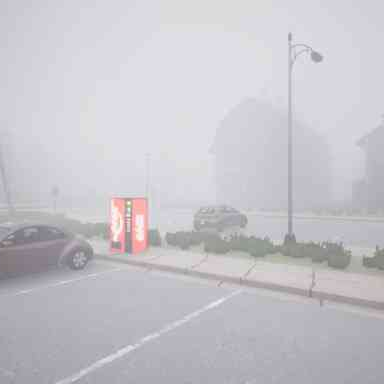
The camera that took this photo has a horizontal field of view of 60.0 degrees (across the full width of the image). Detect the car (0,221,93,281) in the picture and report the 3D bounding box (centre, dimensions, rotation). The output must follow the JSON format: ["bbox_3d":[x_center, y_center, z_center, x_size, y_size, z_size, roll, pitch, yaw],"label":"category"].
[{"bbox_3d":[-4.678,1.521,8.913,1.784,1.438,3.905,0,0,36],"label":"car"}]

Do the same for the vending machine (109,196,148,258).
[{"bbox_3d":[-2.267,1.195,11.933,0.880,2.100,1.100,0,0,35],"label":"vending machine"}]

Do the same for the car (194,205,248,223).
[{"bbox_3d":[1.793,1.506,20.096,1.816,1.474,4.193,0,0,36],"label":"car"}]
